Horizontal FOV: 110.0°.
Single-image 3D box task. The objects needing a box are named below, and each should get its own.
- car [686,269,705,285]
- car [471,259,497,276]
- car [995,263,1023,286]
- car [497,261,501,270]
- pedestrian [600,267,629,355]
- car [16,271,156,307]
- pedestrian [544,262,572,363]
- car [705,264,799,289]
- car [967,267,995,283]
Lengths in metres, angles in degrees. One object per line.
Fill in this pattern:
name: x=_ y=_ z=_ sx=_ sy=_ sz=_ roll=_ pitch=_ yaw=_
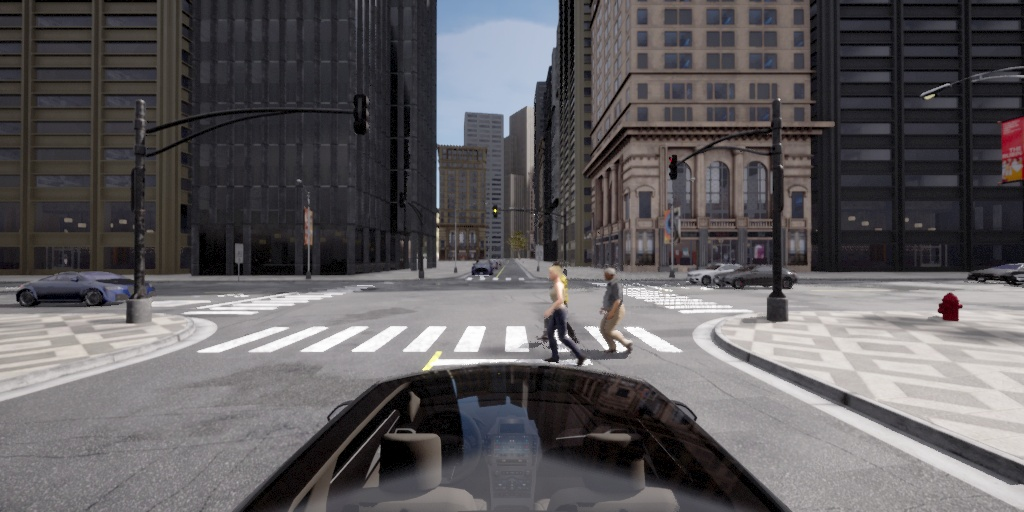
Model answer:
car: x=14.643 y=1.256 z=24.987 sx=4.674 sy=1.442 sz=1.812 roll=0 pitch=0 yaw=0
car: x=-3.039 y=1.134 z=37.672 sx=2.097 sy=1.767 sz=4.553 roll=0 pitch=0 yaw=0
car: x=33.375 y=1.152 z=21.740 sx=4.902 sy=1.511 sz=2.128 roll=0 pitch=0 yaw=0
car: x=-3.038 y=1.374 z=52.772 sx=1.994 sy=1.385 sz=4.181 roll=0 pitch=0 yaw=0
pedestrian: x=2.038 y=1.042 z=7.170 sx=0.375 sy=1.860 sz=0.375 roll=0 pitch=0 yaw=0
car: x=-17.654 y=1.329 z=15.012 sx=4.181 sy=1.385 sz=1.994 roll=0 pitch=0 yaw=0
pedestrian: x=0.837 y=1.043 z=6.570 sx=0.375 sy=1.860 sz=0.375 roll=0 pitch=0 yaw=0
car: x=14.705 y=1.233 z=21.727 sx=4.674 sy=1.442 sz=1.812 roll=0 pitch=0 yaw=-1
car: x=35.361 y=1.227 z=24.989 sx=5.357 sy=1.411 sz=2.033 roll=0 pitch=0 yaw=0
